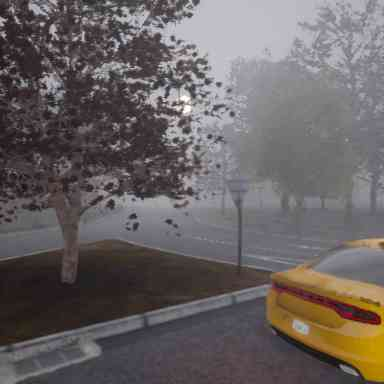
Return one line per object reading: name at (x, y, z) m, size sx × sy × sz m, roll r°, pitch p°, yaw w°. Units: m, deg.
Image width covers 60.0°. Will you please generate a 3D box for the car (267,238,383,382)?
car at (3.480, 1.484, 5.248) m, size 5.008 × 1.535 × 1.882 m, roll 0°, pitch 0°, yaw -29°
